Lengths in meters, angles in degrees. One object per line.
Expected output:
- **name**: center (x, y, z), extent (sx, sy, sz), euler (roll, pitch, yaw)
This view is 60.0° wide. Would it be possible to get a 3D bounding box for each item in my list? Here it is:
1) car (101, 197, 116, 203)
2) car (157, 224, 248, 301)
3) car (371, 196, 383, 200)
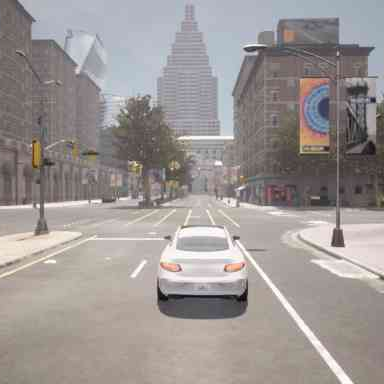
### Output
- **car**: center (-16.829, 1.595, 67.246), extent (1.895, 1.301, 4.718), euler (0, 0, 1)
- **car**: center (0.249, 1.526, 8.203), extent (1.812, 1.442, 4.674), euler (0, 0, 2)
- **car**: center (35.883, 1.481, 67.520), extent (2.231, 1.521, 4.892), euler (0, 0, 1)
